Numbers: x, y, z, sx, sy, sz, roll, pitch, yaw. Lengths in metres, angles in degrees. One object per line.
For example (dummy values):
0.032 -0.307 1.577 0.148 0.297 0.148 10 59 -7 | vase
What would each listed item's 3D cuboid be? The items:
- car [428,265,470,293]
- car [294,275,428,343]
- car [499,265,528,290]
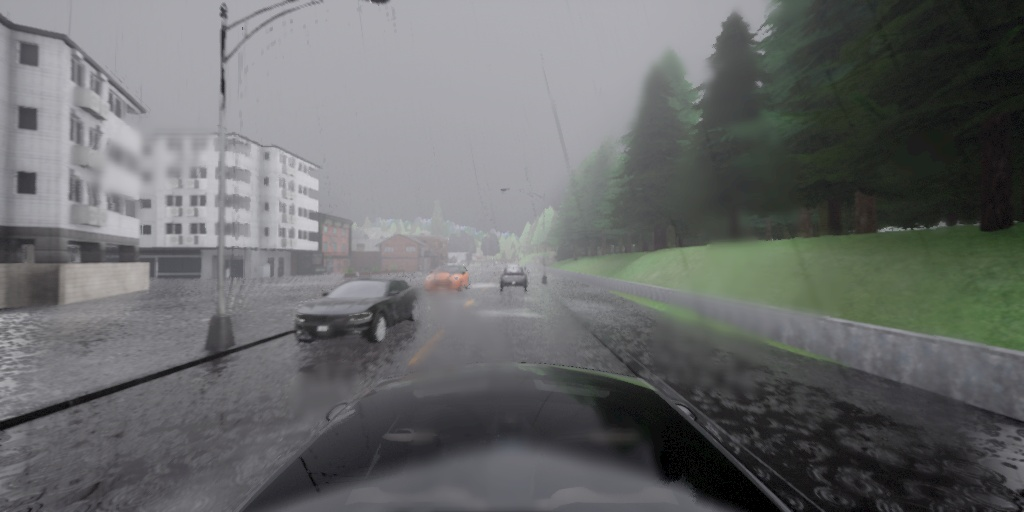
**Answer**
-4.029 1.376 23.251 2.097 1.767 4.553 0 -1 1 | car
-4.049 1.335 10.232 1.882 1.535 5.008 0 -1 1 | car
0.111 1.545 25.425 2.128 1.511 4.902 0 -1 0 | car
